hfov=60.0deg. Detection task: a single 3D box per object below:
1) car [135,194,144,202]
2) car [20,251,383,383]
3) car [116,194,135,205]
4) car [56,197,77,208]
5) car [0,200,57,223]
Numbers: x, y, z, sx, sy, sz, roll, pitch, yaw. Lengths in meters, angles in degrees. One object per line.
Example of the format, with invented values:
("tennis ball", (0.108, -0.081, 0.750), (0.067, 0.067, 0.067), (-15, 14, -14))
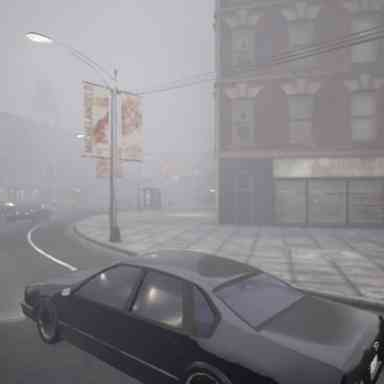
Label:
("car", (-13.950, 1.476, 86.112), (2.435, 2.045, 5.566), (0, 0, 14))
("car", (-0.323, 1.564, 4.553), (5.357, 1.411, 2.033), (0, 0, 40))
("car", (-13.067, 1.519, 62.583), (2.097, 1.767, 4.553), (0, 0, 14))
("car", (-19.680, 1.579, 50.829), (1.882, 1.535, 5.008), (0, -1, 14))
("car", (-12.733, 1.590, 26.300), (2.033, 1.411, 5.357), (0, 0, -6))
